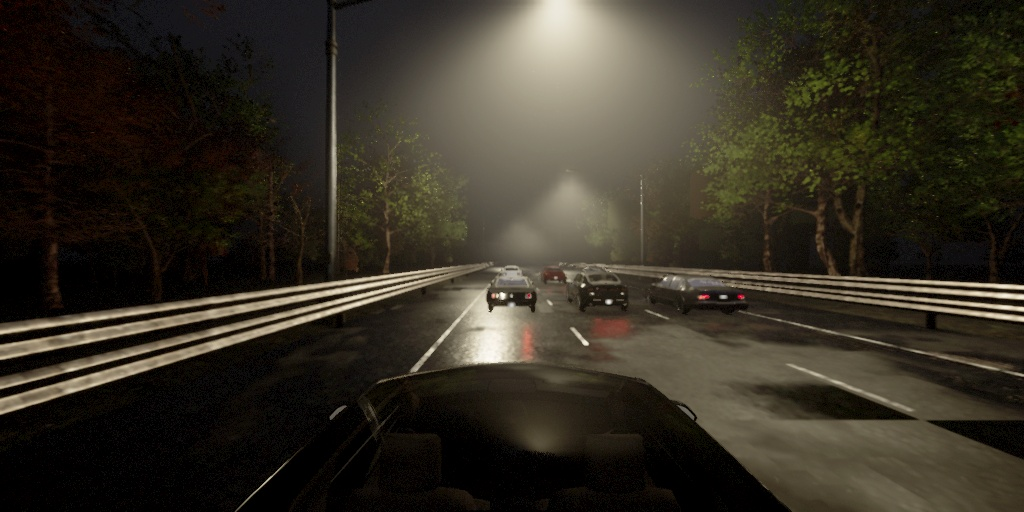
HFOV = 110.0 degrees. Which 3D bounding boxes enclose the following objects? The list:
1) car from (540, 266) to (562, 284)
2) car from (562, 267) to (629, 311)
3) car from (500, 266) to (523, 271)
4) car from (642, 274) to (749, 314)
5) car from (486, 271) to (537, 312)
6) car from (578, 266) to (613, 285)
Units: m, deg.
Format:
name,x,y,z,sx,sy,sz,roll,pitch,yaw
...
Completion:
name,x,y,z,sx,sy,sz,roll,pitch,yaw
car,3.488,1.573,30.736,1.812,1.442,4.674,0,0,0
car,3.504,1.399,15.334,1.837,1.490,4.892,0,0,0
car,-0.011,1.572,30.724,1.812,1.442,4.674,0,0,0
car,6.993,1.429,14.355,2.033,1.411,5.357,0,-1,0
car,0.000,1.490,15.080,1.895,1.301,4.718,0,-1,0
car,6.986,1.609,30.430,1.994,1.385,4.181,0,0,0
